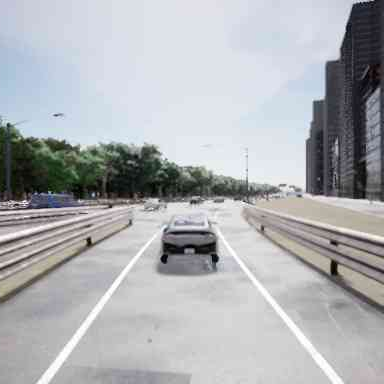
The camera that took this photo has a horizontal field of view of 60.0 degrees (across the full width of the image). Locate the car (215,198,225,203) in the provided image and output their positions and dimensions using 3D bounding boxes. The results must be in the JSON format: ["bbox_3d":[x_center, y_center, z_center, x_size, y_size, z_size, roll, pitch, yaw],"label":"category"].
[{"bbox_3d":[7.080,2.129,84.728,1.994,1.385,4.181,0,-1,17],"label":"car"}]

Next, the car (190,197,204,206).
[{"bbox_3d":[0.958,1.824,65.130,1.837,1.490,4.892,0,-1,17],"label":"car"}]

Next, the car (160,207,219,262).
[{"bbox_3d":[-0.081,1.538,12.240,2.128,1.511,4.902,0,0,0],"label":"car"}]

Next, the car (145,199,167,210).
[{"bbox_3d":[-4.998,1.695,46.067,1.812,1.442,4.674,0,-1,17],"label":"car"}]

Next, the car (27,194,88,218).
[{"bbox_3d":[-10.861,1.207,27.304,2.150,2.045,5.566,0,-1,17],"label":"car"}]
